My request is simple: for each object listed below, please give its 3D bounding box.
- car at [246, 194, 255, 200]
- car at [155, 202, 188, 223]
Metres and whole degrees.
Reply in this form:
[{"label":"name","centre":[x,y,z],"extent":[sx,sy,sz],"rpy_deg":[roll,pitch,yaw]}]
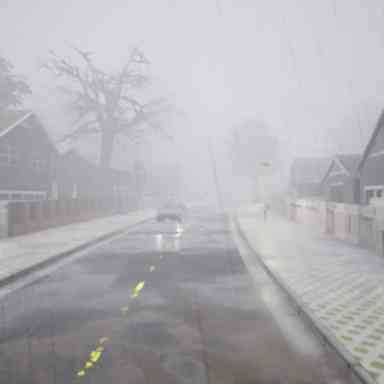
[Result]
[{"label":"car","centre":[16.214,1.436,91.187],"extent":[1.837,1.490,4.892],"rpy_deg":[0,0,21]},{"label":"car","centre":[-1.408,1.480,25.239],"extent":[2.033,1.411,5.357],"rpy_deg":[0,0,6]}]
